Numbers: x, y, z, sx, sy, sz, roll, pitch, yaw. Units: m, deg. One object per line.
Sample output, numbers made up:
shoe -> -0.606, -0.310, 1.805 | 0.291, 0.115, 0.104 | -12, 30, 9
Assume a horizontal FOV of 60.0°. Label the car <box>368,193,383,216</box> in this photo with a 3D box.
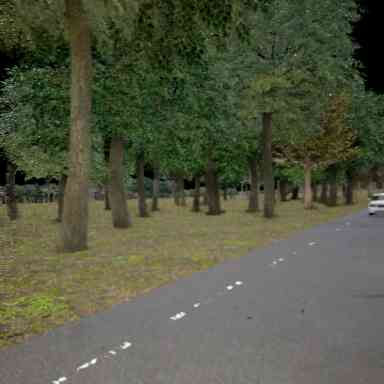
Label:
car -> 17.907, 1.161, 31.102 | 2.150, 2.045, 5.566 | -2, -1, 33
